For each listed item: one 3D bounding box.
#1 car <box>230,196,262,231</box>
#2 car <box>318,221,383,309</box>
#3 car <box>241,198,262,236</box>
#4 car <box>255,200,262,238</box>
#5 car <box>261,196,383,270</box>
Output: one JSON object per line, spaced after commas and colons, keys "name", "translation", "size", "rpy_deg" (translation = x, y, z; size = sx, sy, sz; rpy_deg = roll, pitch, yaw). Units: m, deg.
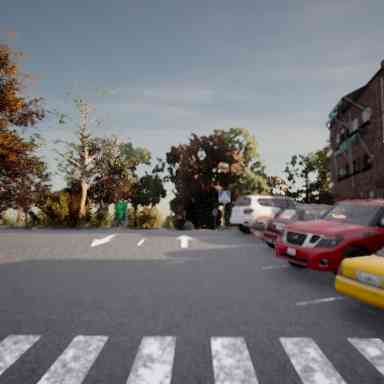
{"name": "car", "translation": [4.846, 1.307, 18.485], "size": [5.566, 2.045, 2.435], "rpy_deg": [2, -5, -21]}
{"name": "car", "translation": [5.364, 1.470, 6.516], "size": [5.366, 1.575, 1.946], "rpy_deg": [1, 0, -21]}
{"name": "car", "translation": [4.984, 1.332, 15.534], "size": [4.553, 1.767, 2.185], "rpy_deg": [2, -2, -22]}
{"name": "car", "translation": [5.017, 1.310, 12.510], "size": [4.553, 1.767, 2.185], "rpy_deg": [1, 0, -22]}
{"name": "car", "translation": [5.103, 1.202, 9.460], "size": [5.566, 2.045, 2.435], "rpy_deg": [1, 1, -21]}
